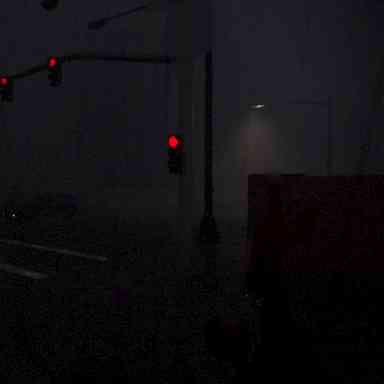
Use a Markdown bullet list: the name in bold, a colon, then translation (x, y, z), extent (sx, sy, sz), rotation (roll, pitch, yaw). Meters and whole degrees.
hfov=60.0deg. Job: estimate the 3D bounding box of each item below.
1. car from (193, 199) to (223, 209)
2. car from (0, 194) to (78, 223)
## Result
- **car**: translation (2.068, 1.523, 43.843), extent (1.895, 1.301, 4.718), rotation (0, 0, 36)
- **car**: translation (-11.375, 1.142, 25.192), extent (2.150, 2.045, 5.566), rotation (0, 0, 36)
